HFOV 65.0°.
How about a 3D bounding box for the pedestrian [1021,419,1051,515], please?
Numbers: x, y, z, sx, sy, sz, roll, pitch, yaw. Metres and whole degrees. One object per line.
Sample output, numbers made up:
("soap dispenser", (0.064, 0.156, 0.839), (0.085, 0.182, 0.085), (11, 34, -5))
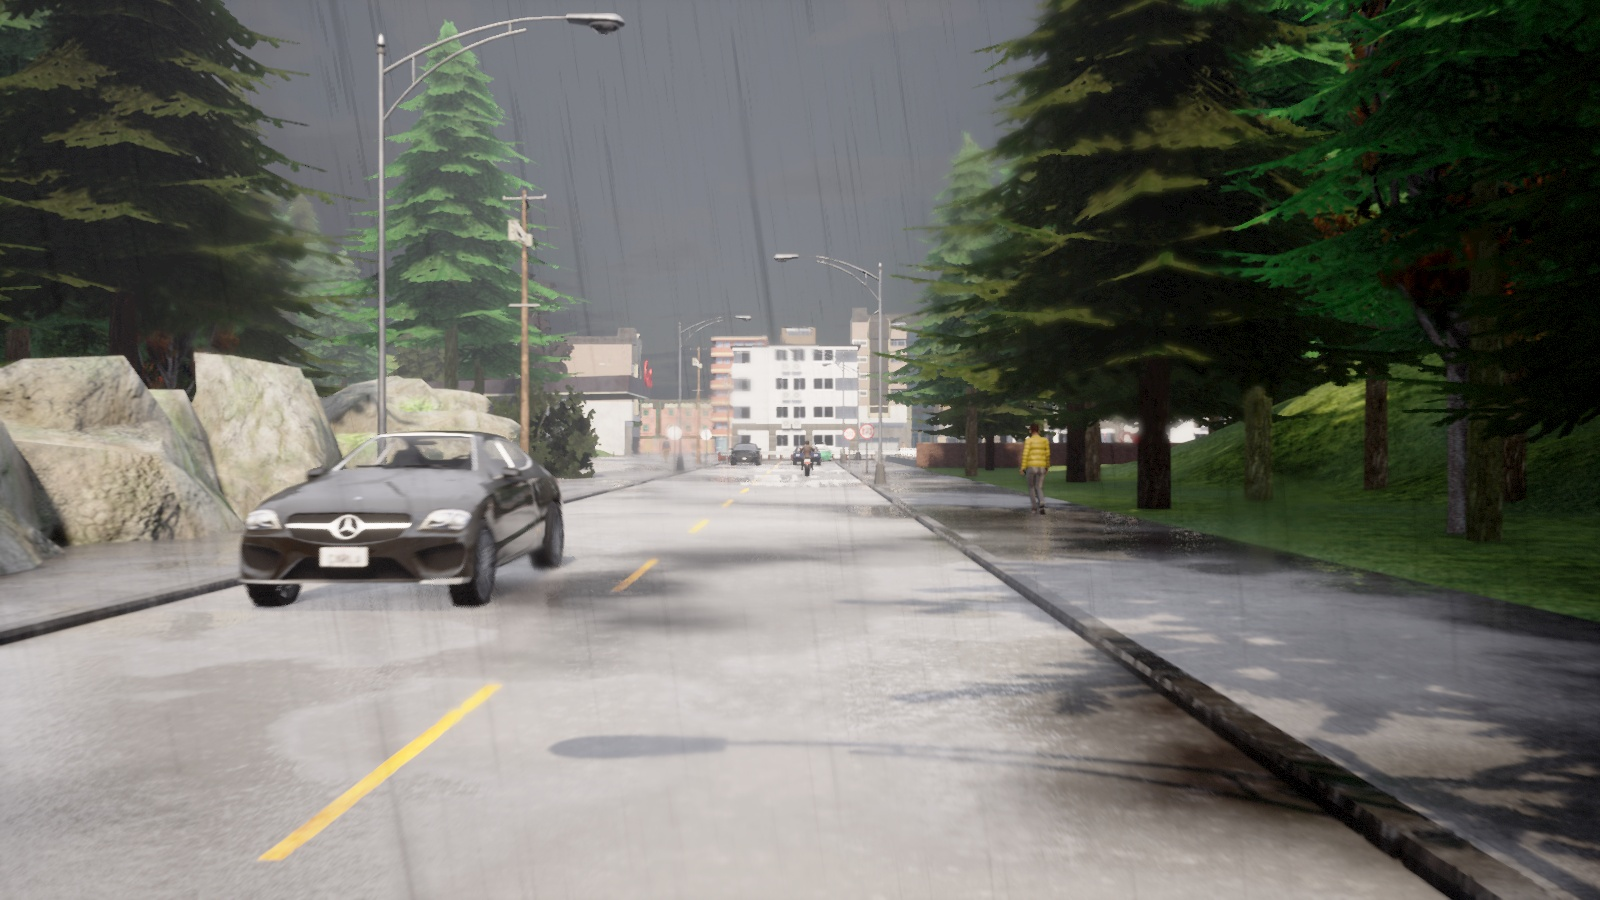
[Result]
("pedestrian", (4.603, 0.322, 24.536), (0.431, 1.840, 0.709), (0, 0, -2))

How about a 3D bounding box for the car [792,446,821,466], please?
("car", (0.457, 0.367, 85.166), (1.895, 1.301, 4.718), (0, 0, 0))

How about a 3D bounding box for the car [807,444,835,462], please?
("car", (1.643, 0.253, 97.716), (1.481, 1.376, 2.207), (0, 0, 23))

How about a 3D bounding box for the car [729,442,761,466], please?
("car", (-3.558, 0.256, 82.542), (1.882, 1.535, 5.008), (0, 0, 0))

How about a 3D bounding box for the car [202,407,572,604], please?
("car", (-3.910, 0.448, 13.015), (2.152, 1.651, 5.027), (0, 0, 0))
